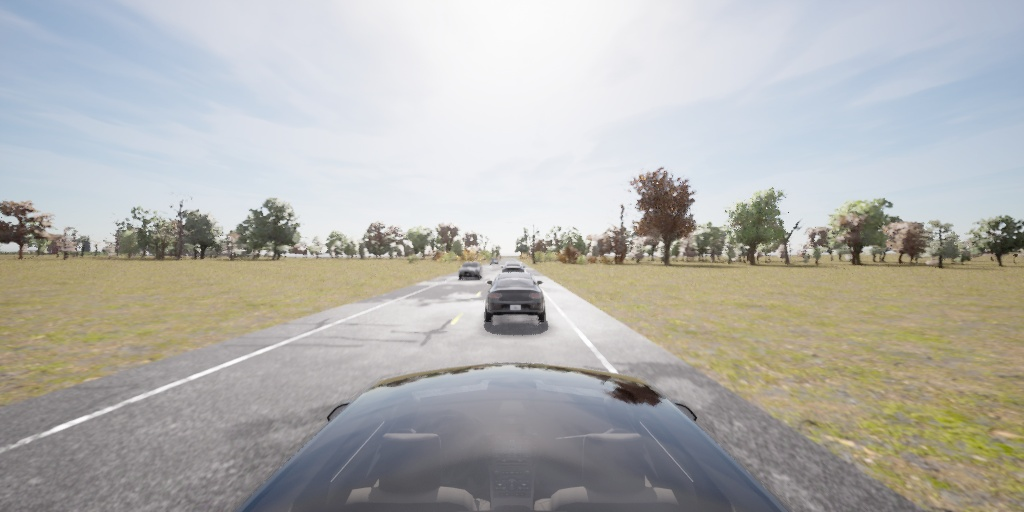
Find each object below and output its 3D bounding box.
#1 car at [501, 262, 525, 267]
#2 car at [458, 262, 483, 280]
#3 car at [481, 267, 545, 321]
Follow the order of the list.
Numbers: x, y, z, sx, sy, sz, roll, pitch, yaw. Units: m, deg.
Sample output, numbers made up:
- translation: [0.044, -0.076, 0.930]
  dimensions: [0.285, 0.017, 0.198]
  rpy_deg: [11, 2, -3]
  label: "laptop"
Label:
- translation: [0.098, 1.257, 30.297]
  dimensions: [1.837, 1.490, 4.892]
  rpy_deg: [0, 0, 0]
  label: "car"
- translation: [-3.598, 1.257, 31.740]
  dimensions: [1.837, 1.490, 4.892]
  rpy_deg: [0, 0, 0]
  label: "car"
- translation: [0.100, 1.277, 12.345]
  dimensions: [1.812, 1.442, 4.674]
  rpy_deg: [0, 0, 0]
  label: "car"
